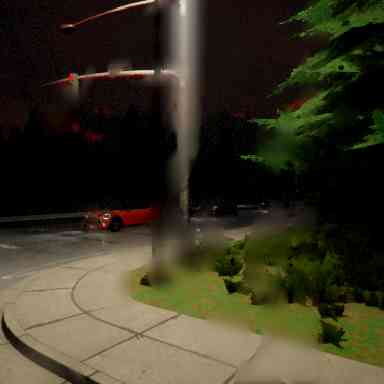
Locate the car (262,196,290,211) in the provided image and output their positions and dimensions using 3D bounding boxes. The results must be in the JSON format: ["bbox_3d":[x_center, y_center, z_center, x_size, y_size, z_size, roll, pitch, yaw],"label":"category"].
[{"bbox_3d":[10.269,1.325,40.744,2.097,1.767,4.553,0,0,36],"label":"car"}]

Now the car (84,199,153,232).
[{"bbox_3d":[-4.223,1.325,20.087,2.097,1.767,4.553,0,0,35],"label":"car"}]

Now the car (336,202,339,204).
[{"bbox_3d":[22.714,1.465,51.368,2.128,1.511,4.902,0,0,37],"label":"car"}]

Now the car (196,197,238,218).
[{"bbox_3d":[2.286,1.325,29.491,2.097,1.767,4.553,0,0,35],"label":"car"}]

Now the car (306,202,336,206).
[{"bbox_3d":[16.413,1.195,42.900,2.150,2.045,5.566,0,0,36],"label":"car"}]
